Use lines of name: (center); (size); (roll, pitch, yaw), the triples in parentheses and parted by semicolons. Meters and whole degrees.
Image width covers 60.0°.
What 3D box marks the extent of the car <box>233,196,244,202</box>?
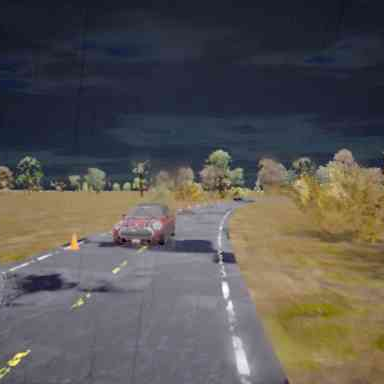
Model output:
car: (9.834, 1.393, 69.884); (1.895, 1.301, 4.718); (0, 0, 16)

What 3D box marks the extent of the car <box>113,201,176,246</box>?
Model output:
car: (-2.003, 1.321, 15.220); (2.097, 1.767, 4.553); (0, 0, 5)

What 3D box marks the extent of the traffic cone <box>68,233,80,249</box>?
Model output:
traffic cone: (-4.628, 1.924, 13.085); (0.340, 0.580, 0.340); (0, 0, 4)

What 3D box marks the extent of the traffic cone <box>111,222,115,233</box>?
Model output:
traffic cone: (-4.217, 1.913, 18.134); (0.340, 0.580, 0.340); (0, 0, 5)
